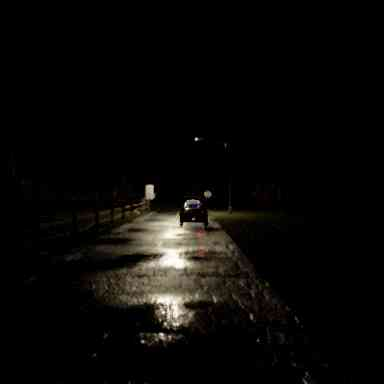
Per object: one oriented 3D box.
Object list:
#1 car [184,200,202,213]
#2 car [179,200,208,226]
[{"bbox_3d":[0.114,1.566,37.547,1.895,1.301,4.718,0,0,0],"label":"car"},{"bbox_3d":[0.104,1.476,23.169,2.128,1.511,4.902,0,0,0],"label":"car"}]
